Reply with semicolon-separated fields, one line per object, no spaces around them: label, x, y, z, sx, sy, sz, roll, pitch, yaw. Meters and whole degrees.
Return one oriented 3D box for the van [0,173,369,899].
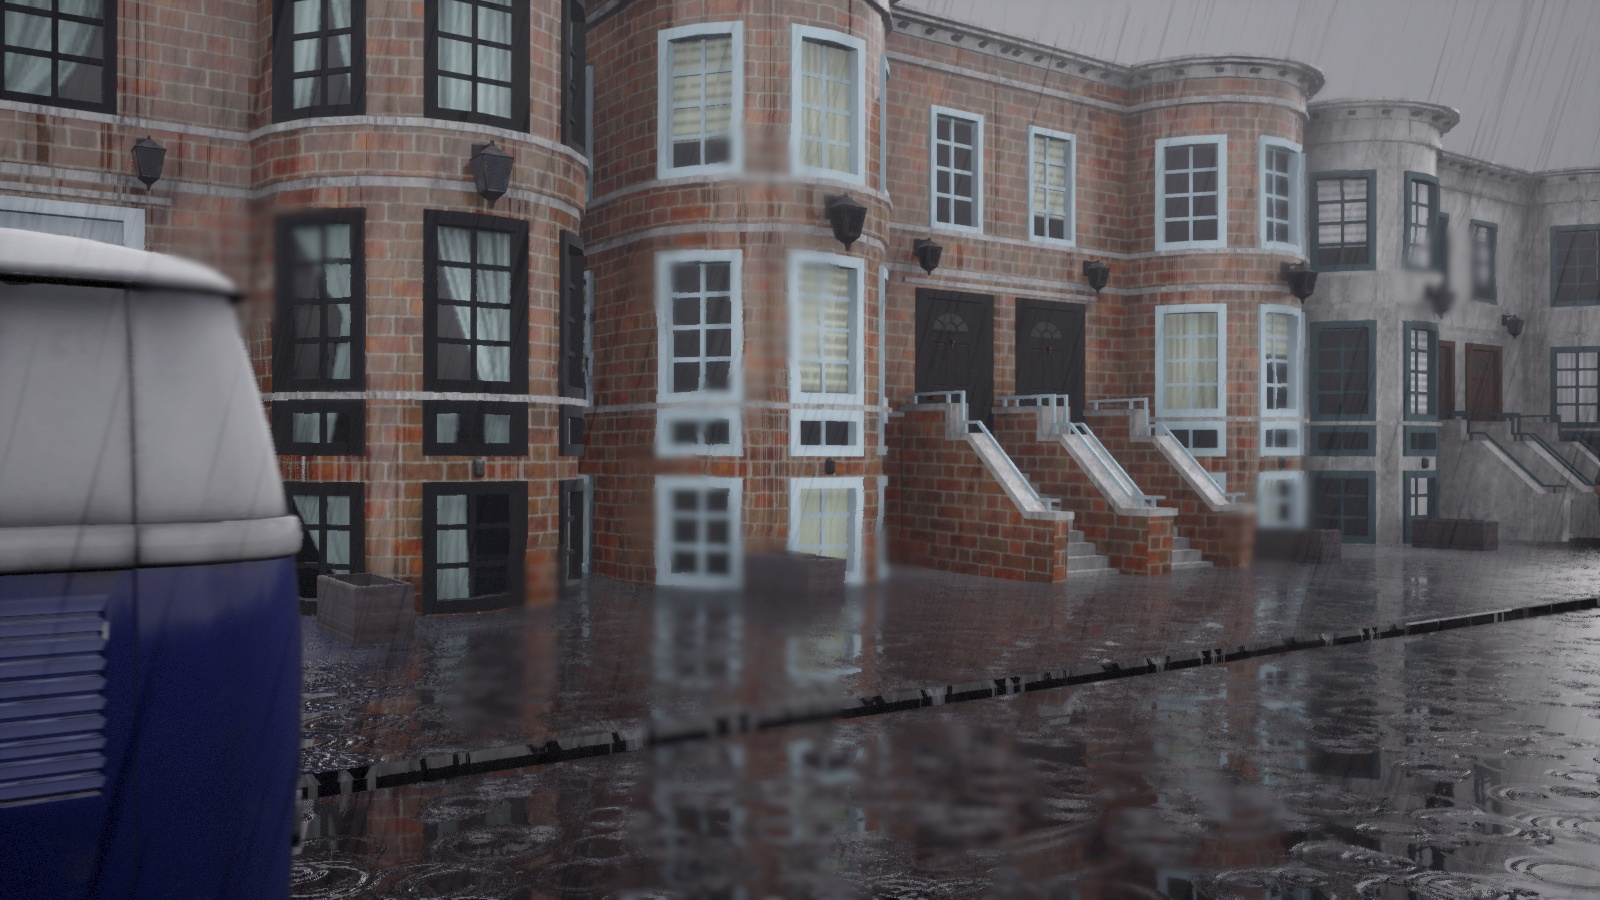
van;-3.214;0.509;2.031;4.442;1.987;1.775;0;0;-35

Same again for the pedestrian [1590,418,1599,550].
pedestrian;11.444;0.473;17.651;0.614;1.847;0.353;0;0;-35
